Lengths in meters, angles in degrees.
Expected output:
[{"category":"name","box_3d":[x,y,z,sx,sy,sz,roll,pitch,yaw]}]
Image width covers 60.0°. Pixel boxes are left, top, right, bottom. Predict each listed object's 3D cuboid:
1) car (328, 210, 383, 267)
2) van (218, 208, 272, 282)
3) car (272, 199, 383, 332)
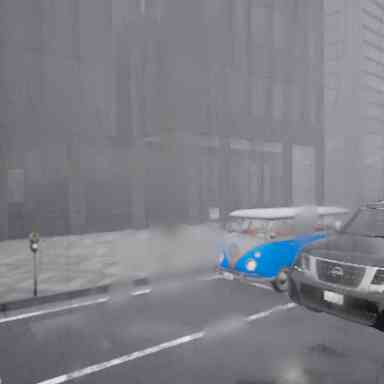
[{"category":"car","box_3d":[6.958,1.433,11.622,4.829,1.417,1.752,-1,0,-36]},{"category":"van","box_3d":[2.507,1.289,8.445,3.998,1.788,1.690,-1,0,-36]},{"category":"car","box_3d":[4.313,1.167,6.459,5.566,2.045,2.150,-1,0,-36]}]
